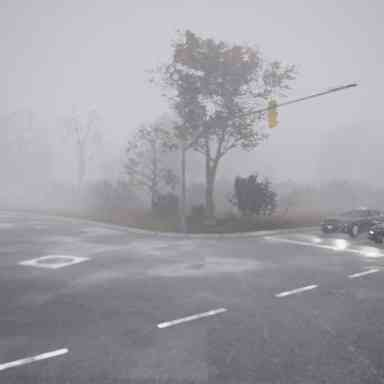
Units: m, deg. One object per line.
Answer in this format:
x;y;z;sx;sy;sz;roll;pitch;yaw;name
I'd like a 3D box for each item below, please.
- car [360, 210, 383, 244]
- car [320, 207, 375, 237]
10.482;1.713;15.781;5.357;1.411;2.033;1;0;-36;car
9.508;1.683;19.353;4.892;1.490;1.837;1;0;-33;car
